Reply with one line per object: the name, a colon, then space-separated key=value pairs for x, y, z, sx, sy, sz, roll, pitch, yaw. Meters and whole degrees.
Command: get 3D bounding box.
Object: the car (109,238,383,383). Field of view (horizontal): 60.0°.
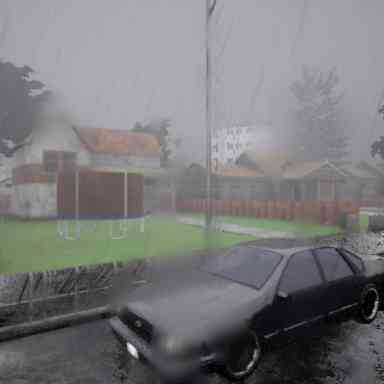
car: x=1.442 y=1.547 z=5.615 sx=5.357 sy=1.411 sz=2.033 roll=0 pitch=0 yaw=-35
